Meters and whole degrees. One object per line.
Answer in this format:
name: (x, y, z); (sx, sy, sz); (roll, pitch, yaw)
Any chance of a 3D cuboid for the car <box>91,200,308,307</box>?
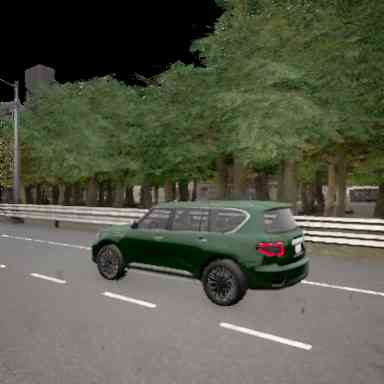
car: (-0.061, 1.225, 8.208); (5.566, 2.045, 2.150); (0, 0, 36)
